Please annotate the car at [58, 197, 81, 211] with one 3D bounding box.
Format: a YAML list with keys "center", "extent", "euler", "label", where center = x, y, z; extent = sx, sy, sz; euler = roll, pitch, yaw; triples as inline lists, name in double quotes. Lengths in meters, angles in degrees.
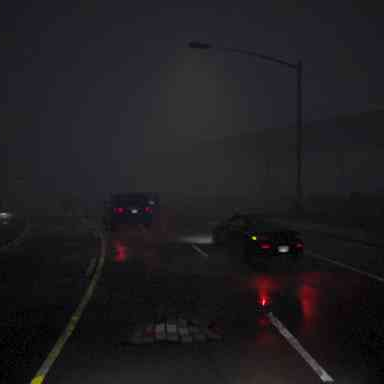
- center: [-14.065, 1.292, 38.188]
  extent: [2.128, 1.511, 4.902]
  euler: [-1, 1, -31]
  label: "car"

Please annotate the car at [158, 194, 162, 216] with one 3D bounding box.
- center: [-4.490, 0.974, 28.918]
  extent: [2.150, 2.045, 5.566]
  euler: [-1, 1, -29]
  label: "car"

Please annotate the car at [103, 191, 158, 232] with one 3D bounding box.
- center: [-3.907, 1.074, 19.565]
  extent: [2.150, 2.045, 5.566]
  euler: [-1, 1, -21]
  label: "car"

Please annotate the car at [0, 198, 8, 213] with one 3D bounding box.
- center: [-21.144, 1.419, 36.029]
  extent: [1.882, 1.535, 5.008]
  euler: [-1, 1, -31]
  label: "car"

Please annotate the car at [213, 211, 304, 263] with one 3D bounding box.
- center: [2.086, 1.395, 11.485]
  extent: [1.812, 1.442, 4.674]
  euler: [-1, 1, -11]
  label: "car"
